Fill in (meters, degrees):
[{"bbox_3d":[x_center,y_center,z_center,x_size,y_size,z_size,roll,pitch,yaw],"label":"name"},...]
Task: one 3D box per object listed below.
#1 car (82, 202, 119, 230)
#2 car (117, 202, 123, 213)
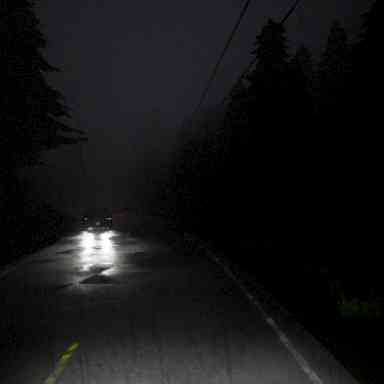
[{"bbox_3d":[-6.323,1.665,22.549,2.128,1.511,4.902,0,0,-15],"label":"car"},{"bbox_3d":[-10.278,1.922,42.085,1.895,1.301,4.718,0,-1,-28],"label":"car"}]
